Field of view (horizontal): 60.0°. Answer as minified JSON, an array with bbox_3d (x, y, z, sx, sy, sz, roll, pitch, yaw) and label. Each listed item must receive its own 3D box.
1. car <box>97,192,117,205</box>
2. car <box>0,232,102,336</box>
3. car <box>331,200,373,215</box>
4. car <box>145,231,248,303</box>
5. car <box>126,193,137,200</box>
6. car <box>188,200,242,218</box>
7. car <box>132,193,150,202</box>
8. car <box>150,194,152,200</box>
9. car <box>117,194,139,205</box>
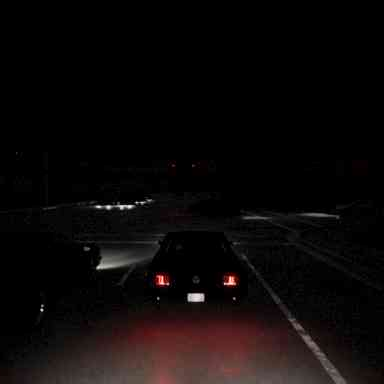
[{"bbox_3d":[-14.069,1.084,55.606,2.150,2.045,5.566,0,1,0],"label":"car"},{"bbox_3d":[-3.418,1.547,6.792,2.033,1.411,5.357,0,0,0],"label":"car"},{"bbox_3d":[16.168,1.524,32.806,4.674,1.442,1.812,0,0,-2],"label":"car"},{"bbox_3d":[0.086,1.600,8.173,1.895,1.301,4.718,0,0,0],"label":"car"},{"bbox_3d":[-13.970,1.068,77.353,1.812,1.442,4.674,0,1,0],"label":"car"},{"bbox_3d":[2.055,1.487,30.055,4.892,1.490,1.837,0,1,20],"label":"car"},{"bbox_3d":[-10.476,1.246,68.384,2.033,1.411,5.357,0,1,0],"label":"car"},{"bbox_3d":[-10.470,1.080,78.188,1.994,1.385,4.181,0,1,0],"label":"car"},{"bbox_3d":[-10.564,1.432,54.880,1.994,1.385,4.181,0,1,0],"label":"car"}]
